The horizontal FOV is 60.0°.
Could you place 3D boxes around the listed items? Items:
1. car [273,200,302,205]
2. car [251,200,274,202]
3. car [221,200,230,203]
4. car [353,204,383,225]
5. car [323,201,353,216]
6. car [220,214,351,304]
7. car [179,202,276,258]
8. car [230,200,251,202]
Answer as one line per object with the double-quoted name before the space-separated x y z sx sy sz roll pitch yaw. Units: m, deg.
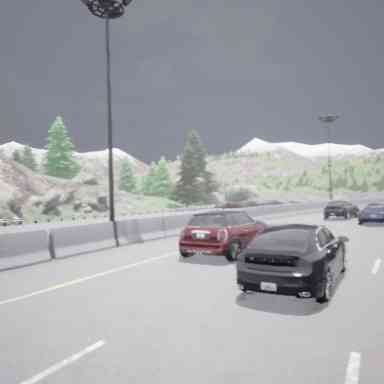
"car" 13.398 1.771 44.691 4.718 1.301 1.895 -1 -1 -45
"car" 11.132 1.818 47.376 5.357 1.411 2.033 -1 -1 -45
"car" 5.429 2.017 51.565 4.674 1.442 1.812 -1 -1 -45
"car" 12.833 1.476 22.864 1.994 1.385 4.181 -2 -1 38
"car" 12.660 1.489 28.148 1.837 1.490 4.892 -2 -1 40
"car" 2.683 1.534 8.403 1.837 1.490 4.892 -2 -1 31
"car" 1.424 1.474 12.946 2.097 1.767 4.553 -2 -1 32
"car" 8.076 1.949 49.264 4.181 1.385 1.994 -1 -1 -45
